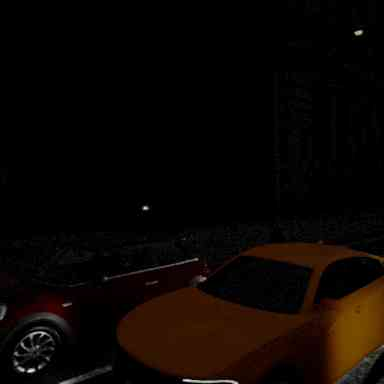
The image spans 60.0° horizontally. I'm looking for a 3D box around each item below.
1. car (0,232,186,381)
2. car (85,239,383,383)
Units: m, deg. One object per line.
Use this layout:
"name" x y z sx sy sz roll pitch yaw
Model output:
"car" -1.613 1.512 5.576 4.097 1.590 1.967 0 -1 -41
"car" 1.361 1.508 4.608 5.008 1.535 1.882 0 -1 -40
